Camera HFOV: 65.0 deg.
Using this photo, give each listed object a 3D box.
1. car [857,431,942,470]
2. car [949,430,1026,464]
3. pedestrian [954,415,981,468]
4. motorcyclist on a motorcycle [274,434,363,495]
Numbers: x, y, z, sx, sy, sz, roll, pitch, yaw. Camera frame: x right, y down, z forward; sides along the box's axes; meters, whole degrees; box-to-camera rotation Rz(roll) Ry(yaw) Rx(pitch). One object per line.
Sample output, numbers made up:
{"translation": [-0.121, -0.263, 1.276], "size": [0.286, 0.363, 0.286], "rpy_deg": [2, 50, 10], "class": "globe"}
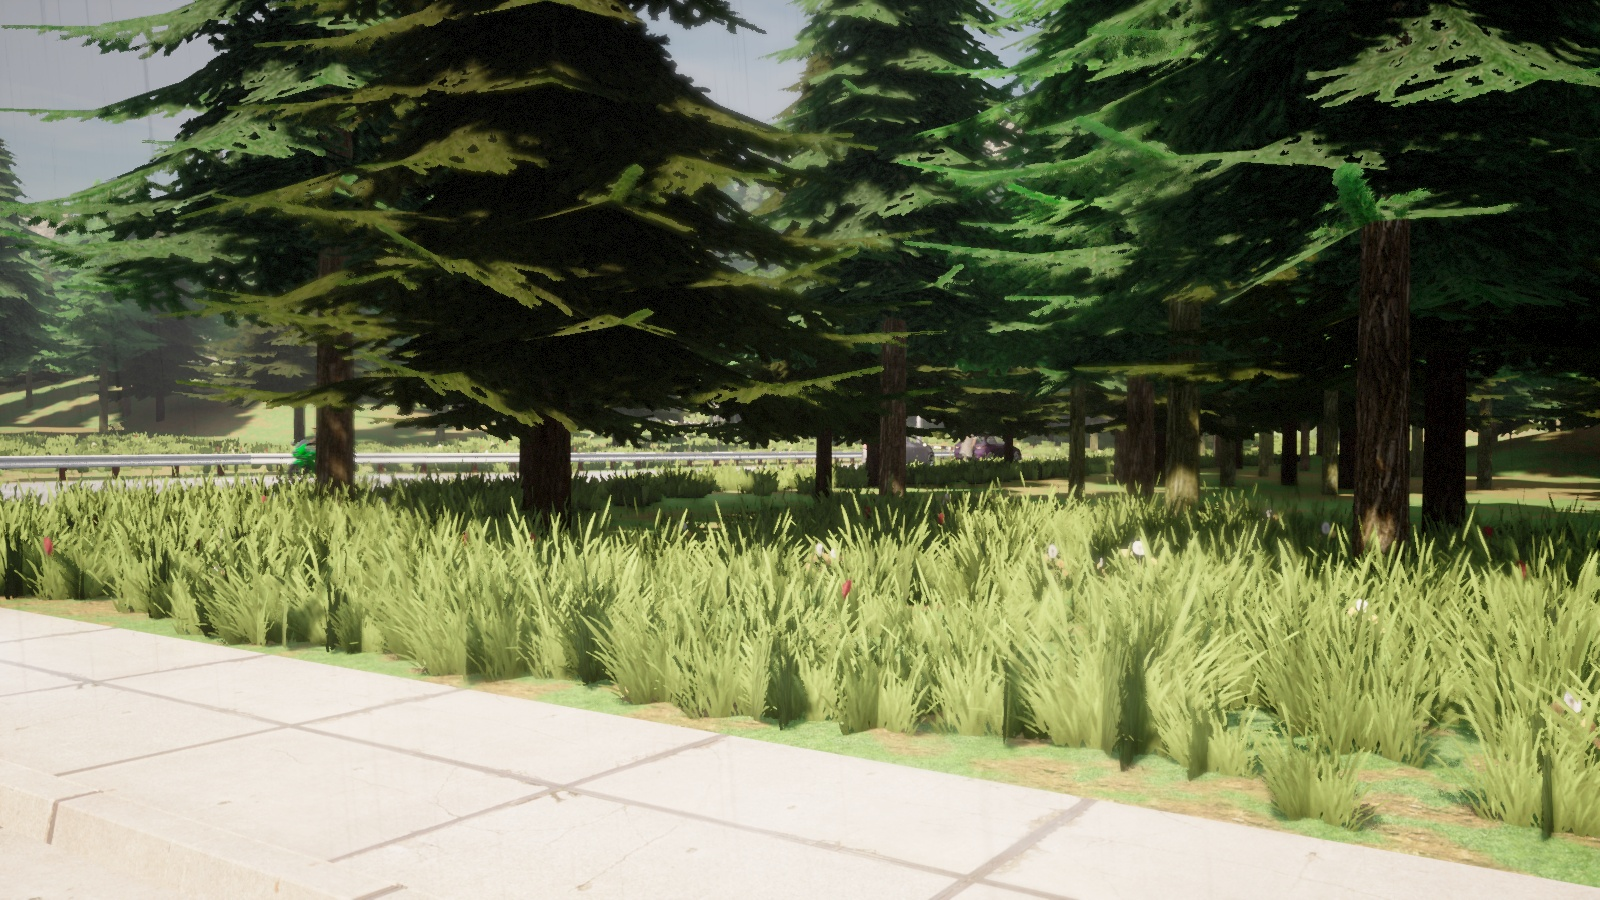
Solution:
{"translation": [4.080, -0.017, 51.140], "size": [1.845, 1.501, 3.633], "rpy_deg": [0, 1, 35], "class": "car"}
{"translation": [8.648, -0.148, 57.729], "size": [1.816, 1.474, 4.193], "rpy_deg": [0, 1, 35], "class": "car"}
{"translation": [6.258, -0.329, 46.801], "size": [0.659, 1.952, 0.873], "rpy_deg": [0, 1, 33], "class": "pedestrian"}
{"translation": [-12.416, 0.356, 32.453], "size": [0.797, 1.523, 2.044], "rpy_deg": [0, 1, 33], "class": "motorcyclist on a motorcycle"}
